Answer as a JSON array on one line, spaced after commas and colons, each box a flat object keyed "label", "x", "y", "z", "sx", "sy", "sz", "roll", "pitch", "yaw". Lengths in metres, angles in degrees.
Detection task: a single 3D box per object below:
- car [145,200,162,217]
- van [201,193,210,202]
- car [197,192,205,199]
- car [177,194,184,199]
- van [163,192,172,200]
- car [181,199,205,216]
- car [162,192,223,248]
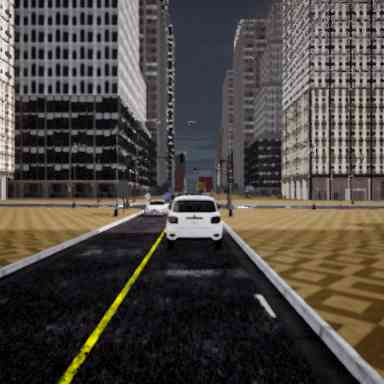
[{"label": "car", "x": -3.035, "y": 1.407, "z": 29.568, "sx": 1.812, "sy": 1.442, "sz": 4.674, "roll": 0, "pitch": 0, "yaw": 0}, {"label": "van", "x": 2.678, "y": 1.064, "z": 67.788, "sx": 1.690, "sy": 1.788, "sz": 3.998, "roll": 0, "pitch": 0, "yaw": 0}, {"label": "car", "x": 2.665, "y": 0.922, "z": 95.479, "sx": 2.192, "sy": 1.841, "sz": 5.009, "roll": 0, "pitch": 0, "yaw": 0}, {"label": "car", "x": -3.054, "y": 1.159, "z": 88.943, "sx": 1.812, "sy": 1.442, "sz": 4.674, "roll": 0, "pitch": 0, "yaw": 0}, {"label": "van", "x": -5.776, "y": 1.018, "z": 78.892, "sx": 1.690, "sy": 1.788, "sz": 3.998, "roll": 0, "pitch": 0, "yaw": 0}, {"label": "car", "x": 0.085, "y": 1.420, "z": 31.735, "sx": 2.033, "sy": 1.411, "sz": 5.357, "roll": 0, "pitch": 0, "yaw": 0}, {"label": "car", "x": 0.093, "y": 1.163, "z": 14.598, "sx": 2.150, "sy": 2.045, "sz": 5.566, "roll": 0, "pitch": 0, "yaw": 0}]
